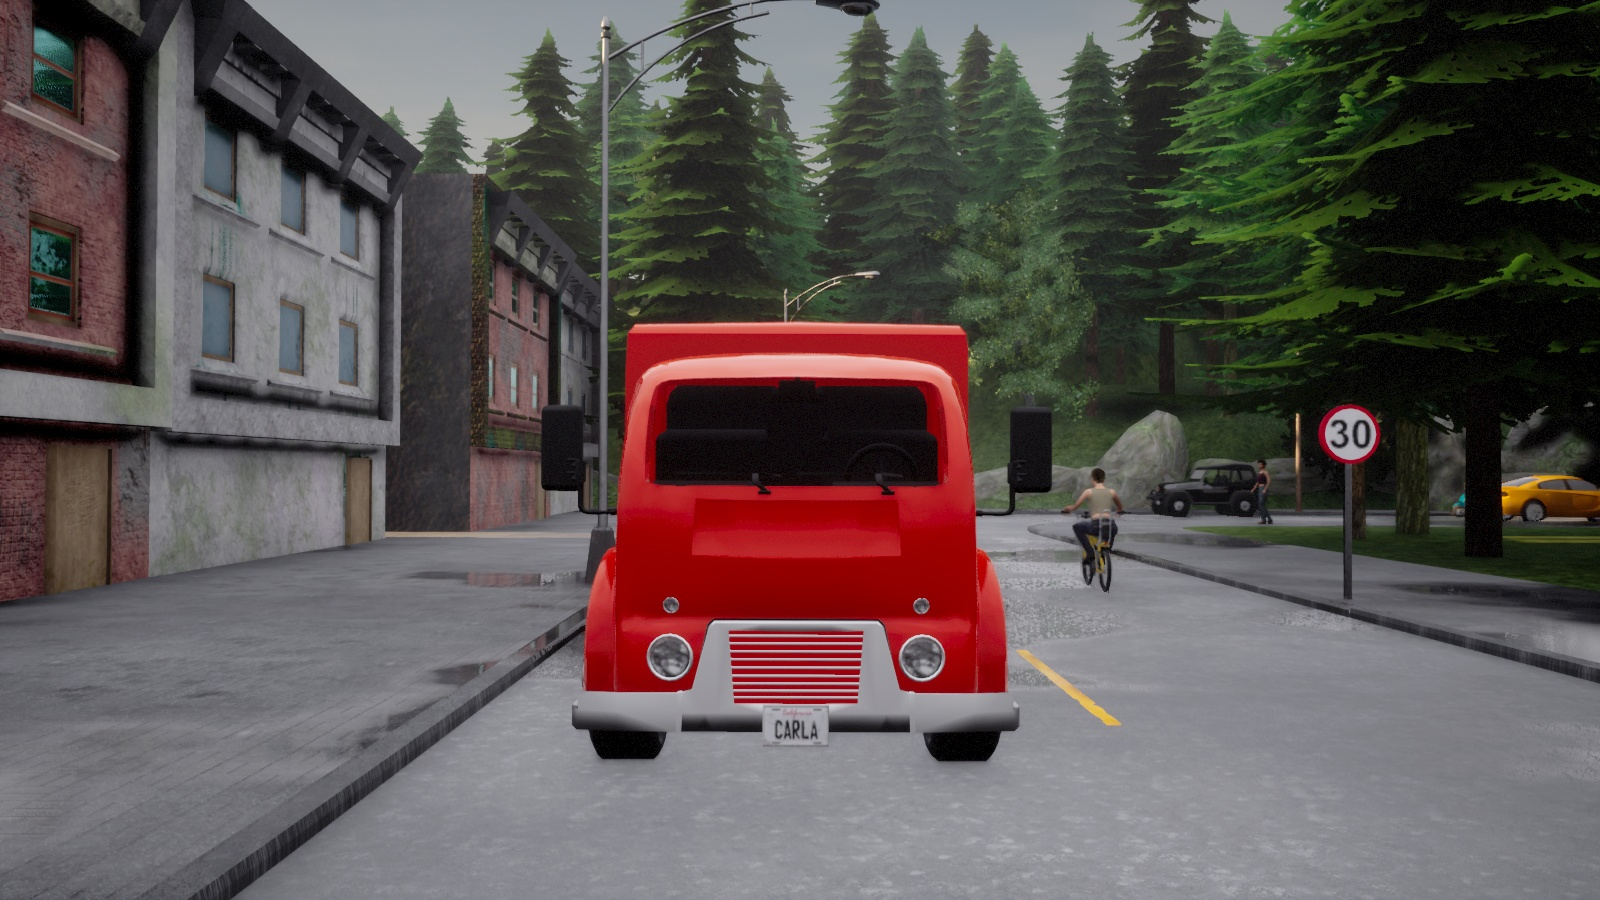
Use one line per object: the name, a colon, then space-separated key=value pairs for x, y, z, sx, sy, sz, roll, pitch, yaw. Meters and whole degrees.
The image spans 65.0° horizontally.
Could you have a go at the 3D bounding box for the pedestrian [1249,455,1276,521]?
pedestrian: x=12.920 y=1.060 z=35.063 sx=0.594 sy=1.836 sz=0.345 roll=0 pitch=-1 yaw=-5

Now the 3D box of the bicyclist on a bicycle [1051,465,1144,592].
bicyclist on a bicycle: x=3.957 y=1.017 z=16.808 sx=0.866 sy=1.612 sz=1.509 roll=0 pitch=-1 yaw=0

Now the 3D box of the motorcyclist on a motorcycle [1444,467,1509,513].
motorcyclist on a motorcycle: x=23.884 y=1.416 z=44.364 sx=1.817 sy=1.590 sz=0.866 roll=0 pitch=-1 yaw=0

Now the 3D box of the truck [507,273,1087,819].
truck: x=-0.024 y=0.464 z=8.308 sx=2.627 sy=2.467 sz=5.204 roll=0 pitch=-1 yaw=0

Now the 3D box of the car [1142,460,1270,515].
car: x=14.272 y=1.295 z=44.274 sx=3.866 sy=1.878 sz=1.905 roll=0 pitch=-1 yaw=-1

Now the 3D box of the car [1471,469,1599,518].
car: x=24.589 y=1.370 z=40.374 sx=5.008 sy=1.535 sz=1.882 roll=0 pitch=-1 yaw=0
